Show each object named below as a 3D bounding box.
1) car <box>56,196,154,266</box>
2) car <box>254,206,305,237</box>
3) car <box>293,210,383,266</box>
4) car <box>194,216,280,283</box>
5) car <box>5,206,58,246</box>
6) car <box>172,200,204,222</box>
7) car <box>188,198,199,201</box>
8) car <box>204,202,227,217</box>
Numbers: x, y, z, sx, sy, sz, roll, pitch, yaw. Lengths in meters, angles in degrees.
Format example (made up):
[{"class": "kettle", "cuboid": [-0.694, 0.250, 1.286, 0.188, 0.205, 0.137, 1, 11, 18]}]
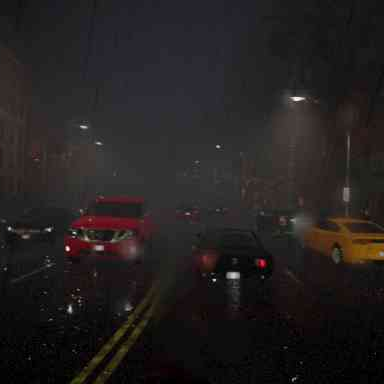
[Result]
[{"class": "car", "cuboid": [-2.595, 1.174, 11.818, 2.150, 2.045, 5.566, 2, 0, -2]}, {"class": "car", "cuboid": [5.104, 1.591, 19.073, 2.097, 1.767, 4.553, 2, 0, -8]}, {"class": "car", "cuboid": [5.677, 1.714, 12.444, 1.882, 1.535, 5.008, 2, 0, -1]}, {"class": "car", "cuboid": [1.060, 1.672, 10.007, 1.895, 1.301, 4.718, 2, 0, 2]}, {"class": "car", "cuboid": [-6.227, 1.365, 14.435, 1.812, 1.442, 4.674, 2, 0, -4]}, {"class": "car", "cuboid": [-0.556, 1.641, 27.424, 1.994, 1.385, 4.181, 2, 0, -7]}, {"class": "car", "cuboid": [0.082, 1.667, 49.094, 2.128, 1.511, 4.902, 2, 0, -8]}, {"class": "car", "cuboid": [2.254, 1.761, 34.544, 1.994, 1.385, 4.181, 2, 0, -8]}]
